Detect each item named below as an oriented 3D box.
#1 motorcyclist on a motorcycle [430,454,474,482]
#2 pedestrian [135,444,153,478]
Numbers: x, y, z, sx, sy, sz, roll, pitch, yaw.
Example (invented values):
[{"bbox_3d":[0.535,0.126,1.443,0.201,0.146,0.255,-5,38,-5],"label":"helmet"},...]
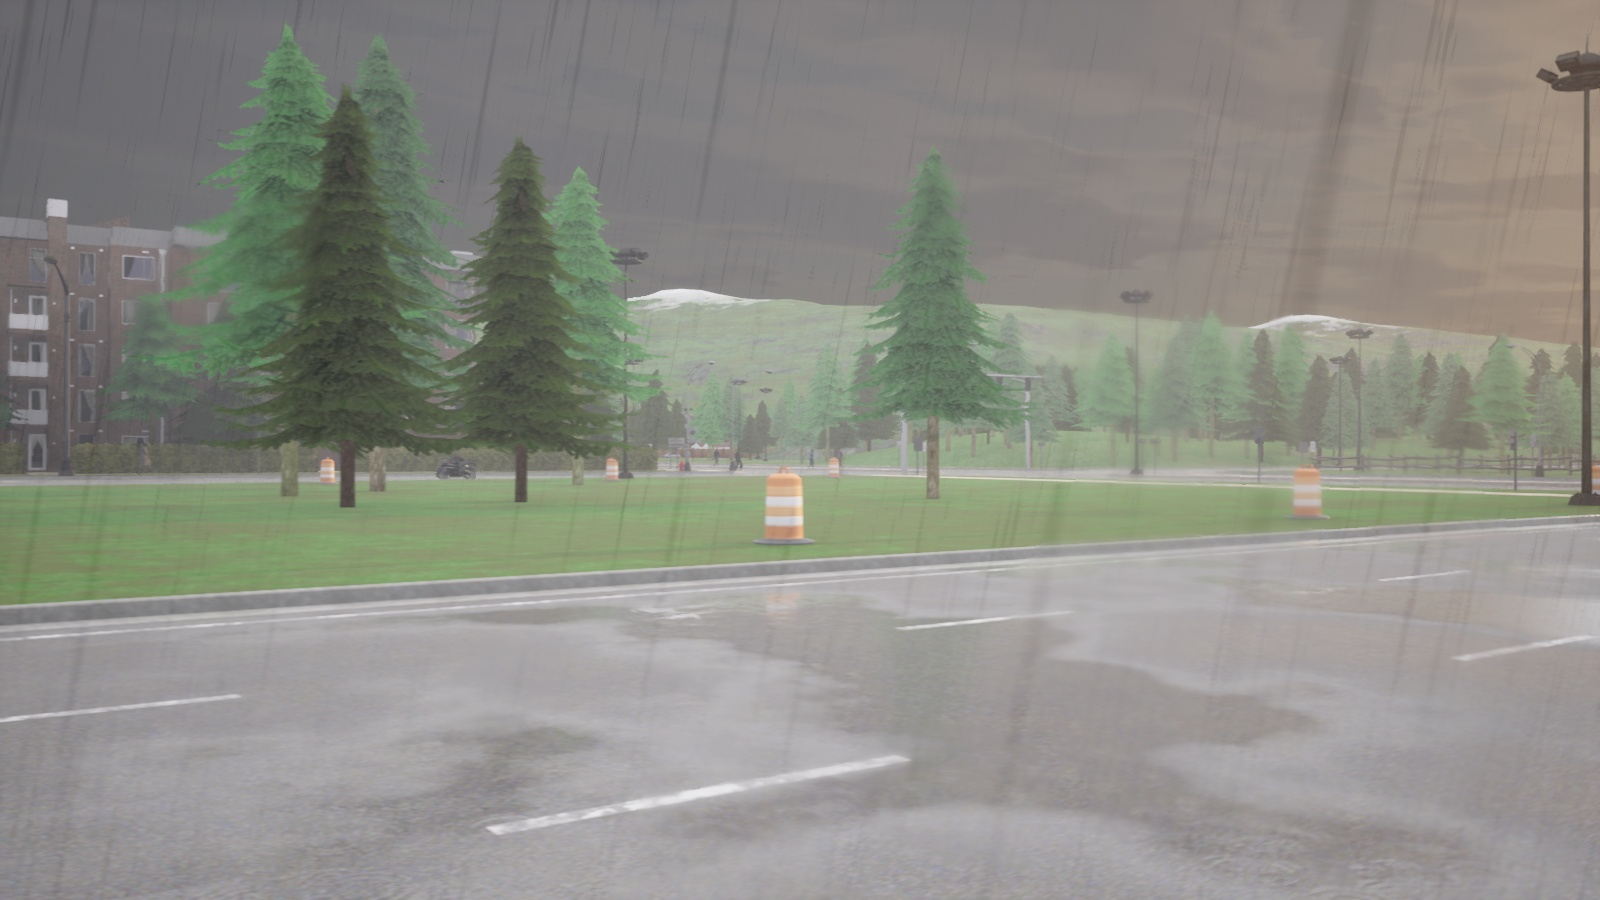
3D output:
[{"bbox_3d":[-19.231,0.990,69.395,2.191,1.530,0.866,0,0,-35],"label":"motorcyclist on a motorcycle"},{"bbox_3d":[-38.729,0.637,74.128,0.873,1.952,0.659,0,0,-33],"label":"pedestrian"}]
